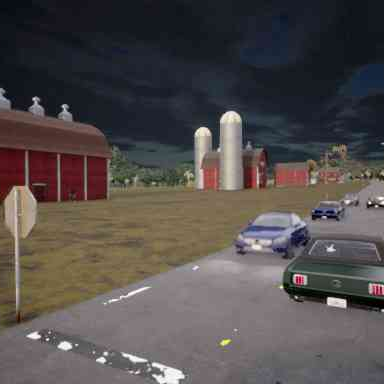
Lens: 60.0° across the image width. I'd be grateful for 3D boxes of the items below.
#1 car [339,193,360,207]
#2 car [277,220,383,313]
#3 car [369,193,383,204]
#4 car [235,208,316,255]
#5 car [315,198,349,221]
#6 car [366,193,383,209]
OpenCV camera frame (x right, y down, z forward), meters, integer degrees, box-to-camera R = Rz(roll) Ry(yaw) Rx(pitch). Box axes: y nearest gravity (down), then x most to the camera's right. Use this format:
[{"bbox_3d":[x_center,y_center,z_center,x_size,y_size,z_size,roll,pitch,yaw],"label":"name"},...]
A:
[{"bbox_3d":[18.099,0.882,38.207,2.128,1.511,4.902,0,1,30],"label":"car"},{"bbox_3d":[3.587,1.592,7.595,1.895,1.301,4.718,0,0,30],"label":"car"},{"bbox_3d":[24.144,0.815,43.129,1.895,1.301,4.718,0,1,30],"label":"car"},{"bbox_3d":[3.232,1.497,12.671,1.812,1.442,4.674,0,0,30],"label":"car"},{"bbox_3d":[10.091,1.371,24.518,1.895,1.301,4.718,0,1,30],"label":"car"},{"bbox_3d":[19.200,1.056,34.471,1.895,1.301,4.718,0,1,30],"label":"car"}]
